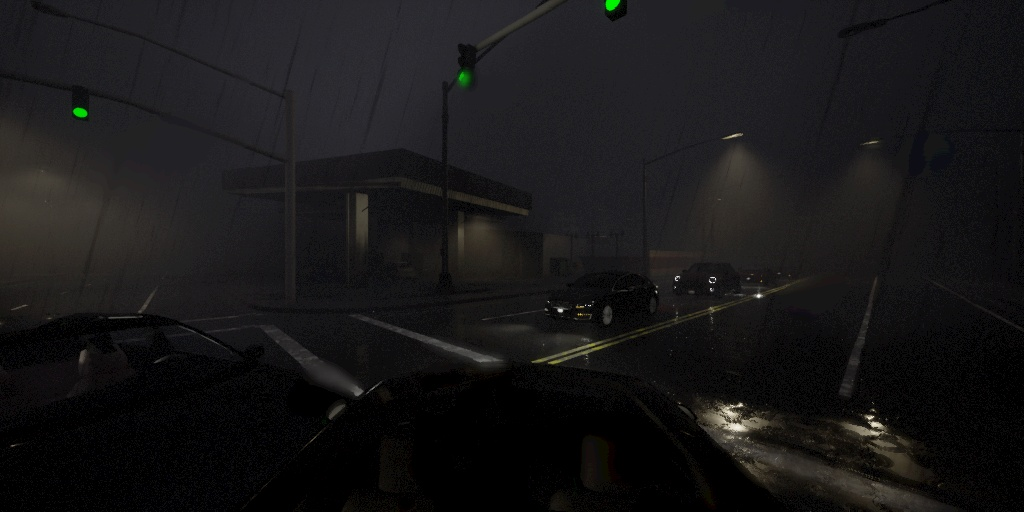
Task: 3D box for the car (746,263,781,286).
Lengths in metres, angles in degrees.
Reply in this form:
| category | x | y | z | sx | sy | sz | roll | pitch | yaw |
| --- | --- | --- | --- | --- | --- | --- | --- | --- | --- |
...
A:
| category | x | y | z | sx | sy | sz | roll | pitch | yaw |
| --- | --- | --- | --- | --- | --- | --- | --- | --- | --- |
| car | 17.056 | 1.316 | 25.138 | 4.181 | 1.385 | 1.994 | 0 | 0 | -45 |

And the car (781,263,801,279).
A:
| category | x | y | z | sx | sy | sz | roll | pitch | yaw |
| --- | --- | --- | --- | --- | --- | --- | --- | --- | --- |
| car | 24.303 | 1.317 | 32.074 | 4.181 | 1.385 | 1.994 | 0 | 0 | -44 |

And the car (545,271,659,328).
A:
| category | x | y | z | sx | sy | sz | roll | pitch | yaw |
| --- | --- | --- | --- | --- | --- | --- | --- | --- | --- |
| car | 3.069 | 1.256 | 11.607 | 4.892 | 1.490 | 1.837 | 0 | 0 | -44 |

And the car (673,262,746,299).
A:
| category | x | y | z | sx | sy | sz | roll | pitch | yaw |
| --- | --- | --- | --- | --- | --- | --- | --- | --- | --- |
| car | 10.018 | 1.104 | 18.341 | 4.553 | 1.767 | 2.097 | 0 | 0 | -44 |

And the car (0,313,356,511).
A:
| category | x | y | z | sx | sy | sz | roll | pitch | yaw |
| --- | --- | --- | --- | --- | --- | --- | --- | --- | --- |
| car | -3.379 | 1.241 | 2.692 | 4.902 | 1.511 | 2.128 | 0 | 0 | 16 |
